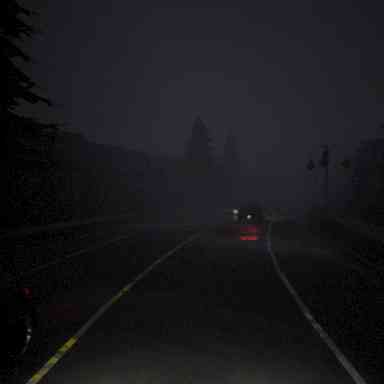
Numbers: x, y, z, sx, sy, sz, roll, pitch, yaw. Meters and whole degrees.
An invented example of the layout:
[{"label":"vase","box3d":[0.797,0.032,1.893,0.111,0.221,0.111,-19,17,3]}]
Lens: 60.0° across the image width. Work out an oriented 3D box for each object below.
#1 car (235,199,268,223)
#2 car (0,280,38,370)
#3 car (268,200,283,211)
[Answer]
[{"label":"car","box3d":[4.707,1.522,26.031,1.837,1.490,4.892,0,-1,15]},{"label":"car","box3d":[-3.256,1.537,2.995,1.994,1.385,4.181,0,0,4]},{"label":"car","box3d":[10.315,1.652,42.190,1.895,1.301,4.718,0,0,22]}]
